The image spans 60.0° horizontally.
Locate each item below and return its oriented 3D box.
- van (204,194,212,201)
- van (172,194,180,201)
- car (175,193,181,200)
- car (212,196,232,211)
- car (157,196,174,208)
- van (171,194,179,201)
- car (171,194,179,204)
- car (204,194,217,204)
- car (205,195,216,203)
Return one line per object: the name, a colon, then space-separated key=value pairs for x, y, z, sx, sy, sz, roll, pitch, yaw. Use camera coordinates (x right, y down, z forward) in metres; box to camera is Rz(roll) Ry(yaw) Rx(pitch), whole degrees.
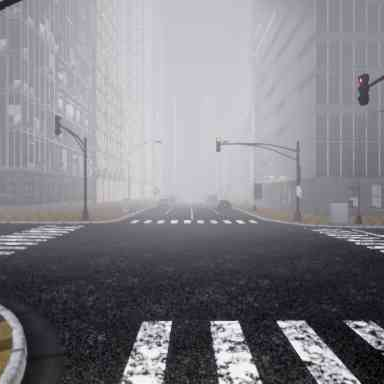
van: x=3.775 y=1.318 z=80.476 sx=1.690 sy=1.788 sz=3.998 roll=0 pitch=0 yaw=0
van: x=-4.124 y=1.312 z=85.976 sx=1.690 sy=1.788 sz=3.998 roll=0 pitch=0 yaw=0
car: x=-4.086 y=1.424 z=74.921 sx=1.967 sy=1.590 sz=4.097 roll=0 pitch=0 yaw=0
car: x=3.959 y=1.578 z=41.784 sx=1.947 sy=1.339 sz=4.313 roll=0 pitch=0 yaw=0
car: x=-3.990 y=1.591 z=47.283 sx=1.802 sy=1.307 sz=4.206 roll=0 pitch=0 yaw=0
van: x=-4.105 y=1.318 z=80.448 sx=1.690 sy=1.788 sz=3.998 roll=0 pitch=0 yaw=0
car: x=-4.047 y=1.562 z=63.866 sx=1.947 sy=1.339 sz=4.313 roll=0 pitch=0 yaw=0
car: x=3.833 y=1.311 z=63.892 sx=2.192 sy=1.841 sz=5.009 roll=0 pitch=0 yaw=0
car: x=3.814 y=1.430 z=69.421 sx=1.967 sy=1.590 sz=4.097 roll=0 pitch=0 yaw=0
